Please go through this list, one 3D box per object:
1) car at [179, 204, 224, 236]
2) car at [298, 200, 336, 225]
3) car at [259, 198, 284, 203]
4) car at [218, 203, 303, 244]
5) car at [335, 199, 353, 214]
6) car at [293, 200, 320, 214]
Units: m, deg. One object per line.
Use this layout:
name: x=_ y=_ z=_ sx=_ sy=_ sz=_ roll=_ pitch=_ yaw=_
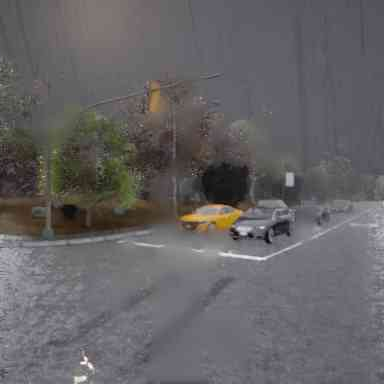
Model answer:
car: x=1.197 y=1.493 z=19.056 sx=1.882 sy=1.535 sz=5.008 roll=0 pitch=0 yaw=34
car: x=8.860 y=1.560 z=24.410 sx=2.033 sy=1.411 sz=5.357 roll=0 pitch=0 yaw=32
car: x=6.161 y=1.370 z=26.682 sx=2.097 sy=1.767 sz=4.553 roll=0 pitch=0 yaw=32
car: x=3.532 y=1.502 z=16.242 sx=2.128 sy=1.511 sz=4.902 roll=0 pitch=0 yaw=34
car: x=16.049 y=1.543 z=35.766 sx=1.837 sy=1.490 sz=4.892 roll=0 pitch=1 yaw=33
car: x=12.898 y=1.610 z=37.320 sx=1.994 sy=1.385 sz=4.181 roll=0 pitch=0 yaw=33
